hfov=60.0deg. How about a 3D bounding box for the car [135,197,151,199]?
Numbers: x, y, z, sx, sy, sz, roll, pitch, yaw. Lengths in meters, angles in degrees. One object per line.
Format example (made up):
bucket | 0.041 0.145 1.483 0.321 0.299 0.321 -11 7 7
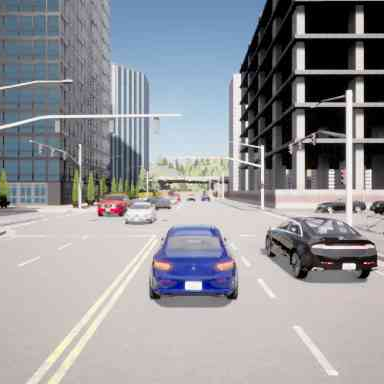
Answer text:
car | -7.288 1.547 44.638 2.033 1.411 5.357 0 0 3

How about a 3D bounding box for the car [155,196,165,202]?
car | -7.145 1.595 75.085 1.895 1.301 4.718 0 0 0

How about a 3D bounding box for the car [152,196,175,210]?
car | -3.685 1.547 43.641 2.033 1.411 5.357 0 0 0

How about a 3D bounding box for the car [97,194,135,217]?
car | -7.160 1.192 31.020 2.150 2.045 5.566 0 0 0

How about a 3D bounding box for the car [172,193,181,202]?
car | -3.643 1.225 73.812 2.150 2.045 5.566 0 0 0

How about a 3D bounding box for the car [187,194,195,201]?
car | -0.168 1.339 86.954 2.097 1.767 4.553 0 0 0

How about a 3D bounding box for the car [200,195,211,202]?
car | 3.349 1.522 77.916 1.812 1.442 4.674 0 0 0

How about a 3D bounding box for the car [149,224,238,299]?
car | 0.044 1.526 8.314 1.812 1.442 4.674 0 0 0

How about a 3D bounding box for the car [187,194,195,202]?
car | -0.152 1.593 78.251 1.895 1.301 4.718 0 0 0

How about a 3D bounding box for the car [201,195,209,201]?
car | 3.332 1.483 86.991 1.837 1.490 4.892 0 0 0

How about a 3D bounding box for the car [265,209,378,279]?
car | 3.560 1.492 10.038 2.128 1.511 4.902 0 0 -1

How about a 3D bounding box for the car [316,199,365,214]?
car | 15.516 1.436 34.631 4.902 1.511 2.128 0 0 0

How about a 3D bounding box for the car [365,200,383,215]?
car | 19.762 1.166 31.142 5.566 2.045 2.150 0 0 0

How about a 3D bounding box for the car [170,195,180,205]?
car | -3.693 1.600 59.290 1.895 1.301 4.718 0 0 0

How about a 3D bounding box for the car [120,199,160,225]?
car | -3.647 1.498 24.152 1.812 1.442 4.674 0 0 0
